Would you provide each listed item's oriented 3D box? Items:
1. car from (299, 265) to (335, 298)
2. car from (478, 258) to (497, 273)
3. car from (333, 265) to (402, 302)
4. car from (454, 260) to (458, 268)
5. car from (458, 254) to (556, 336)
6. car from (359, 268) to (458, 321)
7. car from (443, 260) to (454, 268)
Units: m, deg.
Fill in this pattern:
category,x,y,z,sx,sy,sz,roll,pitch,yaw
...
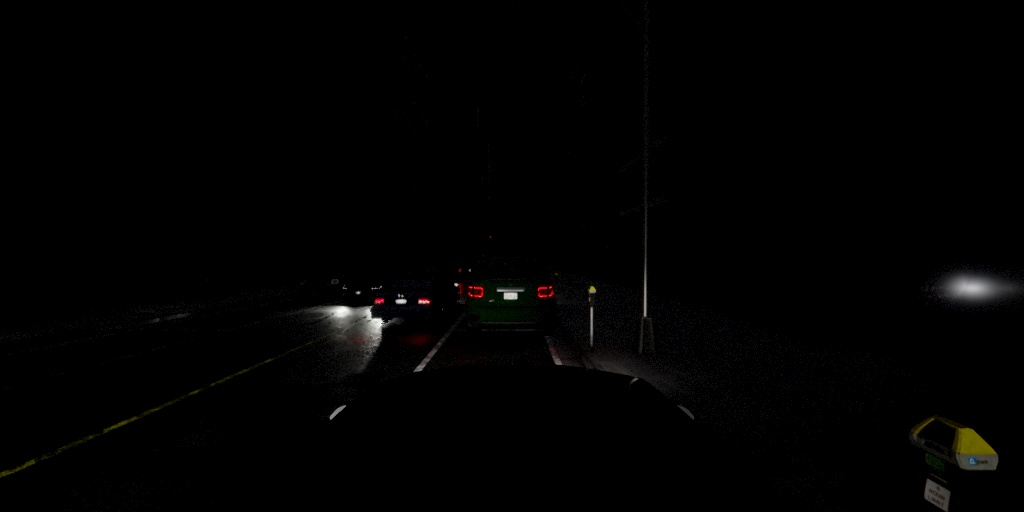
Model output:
category,x,y,z,sx,sy,sz,roll,pitch,yaw
car,-8.795,1.185,18.037,1.967,1.591,4.097,0,0,0
car,-2.997,1.079,44.643,2.097,1.767,4.553,0,0,0
car,-6.228,1.251,16.955,1.837,1.490,4.892,0,0,0
car,-3.114,1.092,29.015,2.097,1.767,4.553,0,0,0
car,-0.028,0.969,10.528,2.150,2.045,5.566,0,0,0
car,-3.032,1.295,12.319,2.033,1.411,5.357,0,0,0
car,-8.758,1.267,51.552,1.888,1.381,4.507,0,0,0
